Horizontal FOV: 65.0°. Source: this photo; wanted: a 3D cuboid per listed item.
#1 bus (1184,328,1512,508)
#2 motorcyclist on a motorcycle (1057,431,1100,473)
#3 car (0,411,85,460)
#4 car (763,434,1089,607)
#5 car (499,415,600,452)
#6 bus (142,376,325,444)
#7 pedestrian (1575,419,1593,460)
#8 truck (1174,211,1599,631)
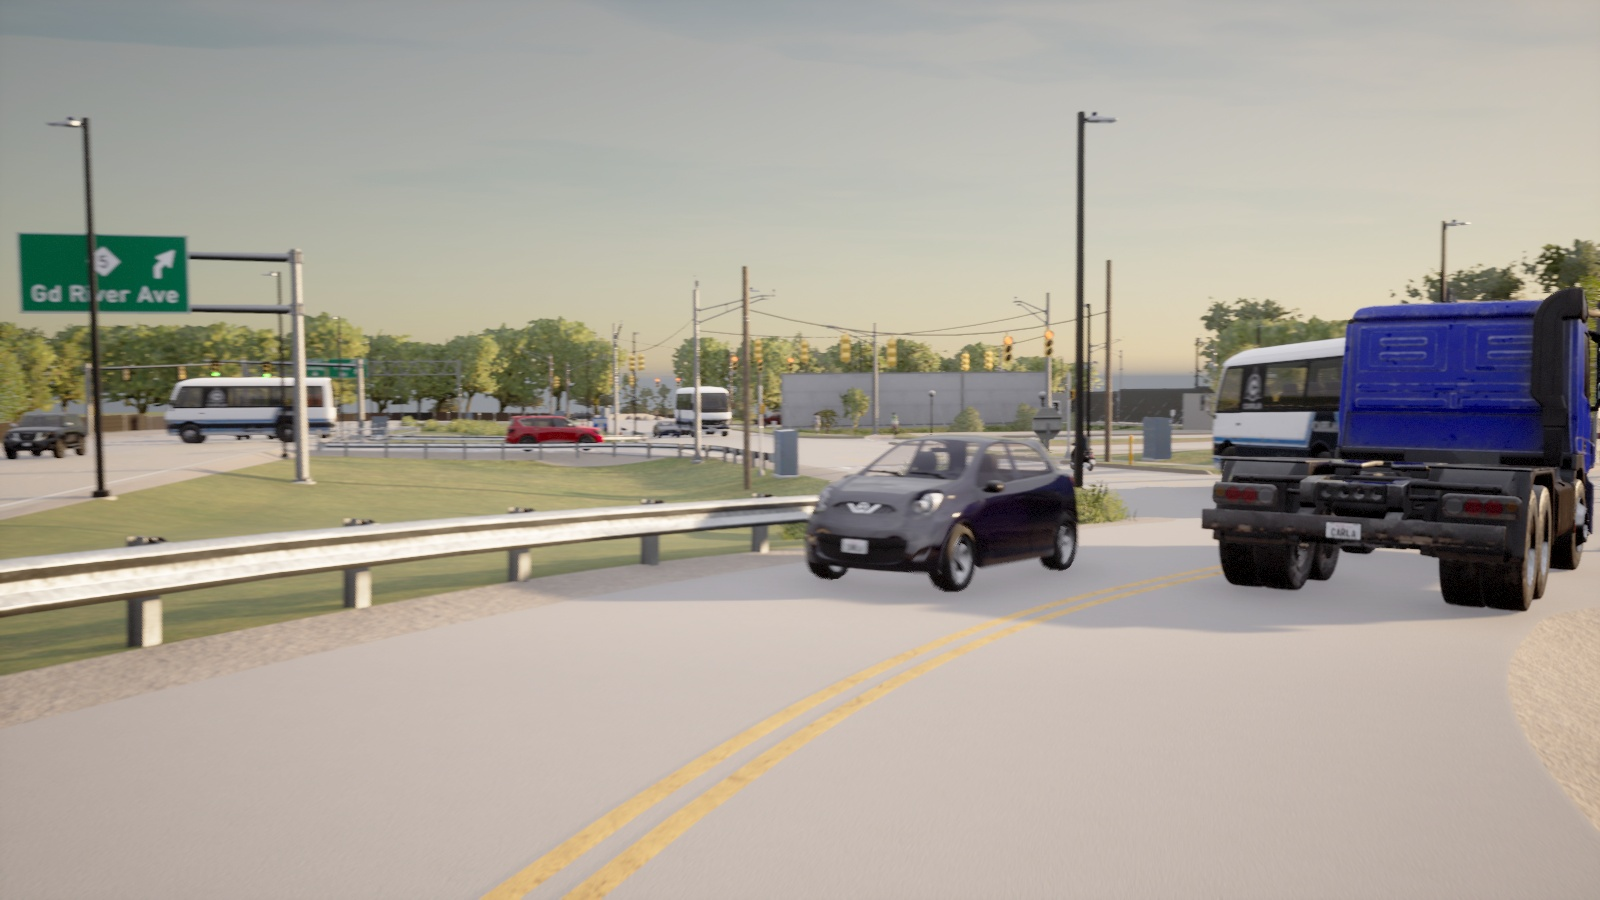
[{"bbox_3d":[14.639,-0.891,35.035,3.944,4.253,10.273,-1,1,-5],"label":"bus"},{"bbox_3d":[10.993,0.049,49.590,0.866,1.590,1.817,-1,2,-17],"label":"motorcyclist on a motorcycle"},{"bbox_3d":[-34.342,-0.718,56.747,2.150,2.045,5.566,-1,2,-15],"label":"car"},{"bbox_3d":[1.448,0.615,13.222,1.845,1.501,3.633,2,1,35],"label":"car"},{"bbox_3d":[-14.383,-0.984,72.038,5.566,2.045,2.150,-1,2,-14],"label":"car"},{"bbox_3d":[-36.472,-2.611,81.357,10.273,4.253,3.944,-1,2,-16],"label":"bus"},{"bbox_3d":[38.717,-0.528,62.031,0.659,1.952,0.873,2,4,35],"label":"pedestrian"},{"bbox_3d":[7.140,-0.262,14.404,2.891,3.462,7.936,2,1,36],"label":"truck"}]
